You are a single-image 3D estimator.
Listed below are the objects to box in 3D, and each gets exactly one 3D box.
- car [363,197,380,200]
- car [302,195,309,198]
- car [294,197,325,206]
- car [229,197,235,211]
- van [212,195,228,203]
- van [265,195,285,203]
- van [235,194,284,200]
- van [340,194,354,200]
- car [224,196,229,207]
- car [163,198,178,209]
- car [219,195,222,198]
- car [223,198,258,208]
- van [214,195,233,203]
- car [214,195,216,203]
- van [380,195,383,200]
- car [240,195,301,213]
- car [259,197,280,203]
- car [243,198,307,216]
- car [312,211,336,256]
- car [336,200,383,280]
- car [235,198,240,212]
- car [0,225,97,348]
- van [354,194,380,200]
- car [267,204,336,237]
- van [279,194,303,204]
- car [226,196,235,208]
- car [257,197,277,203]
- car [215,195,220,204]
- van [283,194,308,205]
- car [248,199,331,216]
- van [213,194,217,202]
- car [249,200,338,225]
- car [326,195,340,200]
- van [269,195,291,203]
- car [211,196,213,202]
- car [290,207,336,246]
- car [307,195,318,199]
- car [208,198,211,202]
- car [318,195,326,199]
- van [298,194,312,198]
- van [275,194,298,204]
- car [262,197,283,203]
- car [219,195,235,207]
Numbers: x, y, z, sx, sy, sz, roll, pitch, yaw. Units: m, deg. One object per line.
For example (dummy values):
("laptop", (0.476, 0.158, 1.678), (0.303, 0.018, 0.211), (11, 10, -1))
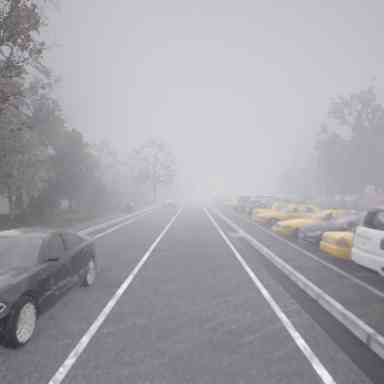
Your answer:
("car", (20.144, 1.530, 32.892), (5.008, 1.535, 2.097), (0, 0, 0))
("car", (20.307, 1.665, 52.407), (4.674, 1.452, 2.002), (0, 0, 0))
("car", (20.348, 1.691, 57.822), (4.674, 1.452, 2.002), (0, 0, 0))
("car", (7.078, 1.595, 38.622), (4.792, 1.488, 2.163), (0, 0, 0))
("van", (7.670, 1.893, 91.347), (4.442, 1.987, 1.878), (0, -1, 0))
("van", (20.678, 1.707, 82.735), (4.442, 1.987, 1.878), (0, -1, 0))
("van", (7.200, 1.326, 35.846), (4.442, 1.987, 1.878), (0, 0, 0))
("van", (20.069, 1.331, 38.434), (4.442, 1.987, 1.878), (0, 0, 0))
("car", (7.125, 1.622, 44.174), (4.792, 1.488, 2.163), (0, 0, 0))
("car", (-3.162, 1.641, 48.714), (1.812, 1.442, 4.674), (0, 0, 1))
("car", (7.218, 1.634, 52.502), (4.892, 1.521, 2.231), (0, 0, 0))
("car", (7.208, 1.620, 49.726), (4.892, 1.521, 2.231), (0, 0, 0))
("van", (7.319, 1.602, 77.471), (4.442, 1.987, 1.878), (0, -1, 0))
("car", (7.313, 1.686, 63.606), (5.008, 1.535, 2.097), (0, 0, 0))
("van", (20.007, 1.294, 30.108), (4.442, 1.987, 1.878), (0, 0, 0))
("car", (7.068, 1.401, 30.296), (4.553, 1.767, 2.185), (0, 0, 0))
("car", (20.603, 2.049, 88.270), (5.008, 1.535, 2.097), (0, -1, 0))
("car", (7.007, 1.521, 27.517), (4.892, 1.521, 2.231), (0, 0, 0))
("car", (7.058, 1.560, 10.870), (5.366, 1.575, 1.946), (0, 0, 0))
("car", (6.877, 1.323, 8.094), (5.566, 2.045, 2.435), (0, 0, 0))
("car", (7.090, 1.567, 33.069), (4.792, 1.488, 2.163), (0, 0, 0))
("car", (-3.344, 1.484, 6.480), (1.882, 1.535, 5.008), (0, 0, 0))
("van", (20.279, 1.318, 35.662), (4.442, 1.987, 1.878), (0, 0, 0))
("car", (6.734, 1.539, 16.425), (5.366, 1.575, 1.946), (0, 0, 0))
("van", (20.560, 1.479, 68.903), (4.442, 1.987, 1.878), (0, 0, 0))
("car", (7.101, 1.608, 41.398), (4.792, 1.488, 2.163), (0, 0, 0))
("car", (20.627, 2.110, 91.165), (5.008, 1.535, 2.097), (0, -1, 0))
("car", (7.063, 1.643, 55.279), (5.366, 1.575, 1.946), (0, 0, 0))
("van", (20.538, 1.467, 66.258), (4.442, 1.987, 1.878), (0, 0, 0))
("car", (7.175, 1.515, 24.748), (5.366, 1.575, 1.946), (0, 0, 0))
("van", (7.249, 1.488, 69.160), (4.442, 1.987, 1.878), (0, 0, 0))
("car", (6.782, 1.520, 22.098), (5.366, 1.575, 1.946), (0, 0, 0))
("car", (20.181, 1.319, 41.203), (5.566, 2.045, 2.435), (0, 0, 0))
("van", (20.397, 1.591, 77.199), (4.442, 1.987, 1.878), (0, -1, 0))
("car", (7.417, 1.476, 71.935), (5.566, 2.045, 2.435), (0, 0, 0))
("car", (6.902, 1.554, 13.648), (4.892, 1.521, 2.231), (0, 0, 0))
("car", (20.274, 1.611, 49.513), (5.008, 1.535, 2.097), (0, 0, 0))
("car", (7.536, 2.060, 88.567), (5.008, 1.535, 2.097), (0, -1, 0))
("car", (20.204, 1.333, 43.973), (5.566, 2.045, 2.435), (0, 0, 0))
("van", (20.444, 1.413, 55.178), (4.442, 1.987, 1.878), (0, 0, 0))
("van", (20.352, 1.494, 71.808), (4.442, 1.987, 1.878), (0, -1, 0))
("car", (20.578, 1.992, 85.501), (4.892, 1.521, 2.231), (0, -1, 0))
("car", (6.992, 1.603, 46.952), (5.366, 1.575, 1.946), (0, 0, 0))
